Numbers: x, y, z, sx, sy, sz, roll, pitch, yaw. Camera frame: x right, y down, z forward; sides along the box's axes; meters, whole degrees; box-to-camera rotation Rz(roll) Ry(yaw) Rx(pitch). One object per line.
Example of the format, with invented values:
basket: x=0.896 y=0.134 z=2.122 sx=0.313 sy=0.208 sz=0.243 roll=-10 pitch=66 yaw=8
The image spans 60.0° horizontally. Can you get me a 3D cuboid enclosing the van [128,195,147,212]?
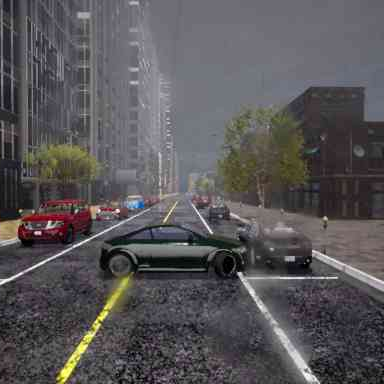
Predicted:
van: x=-6.639 y=1.329 z=38.542 sx=1.690 sy=1.788 sz=3.998 roll=-1 pitch=0 yaw=-1

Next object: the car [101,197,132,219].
car: x=-6.354 y=1.432 z=26.748 sx=1.967 sy=1.590 sz=4.097 roll=-1 pitch=0 yaw=-1

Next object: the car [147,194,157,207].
car: x=-6.917 y=1.299 z=49.608 sx=2.192 sy=1.841 sz=5.009 roll=-1 pitch=0 yaw=-1

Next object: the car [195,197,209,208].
car: x=1.460 y=1.509 z=49.978 sx=1.752 sy=1.417 sz=4.829 roll=-1 pitch=0 yaw=-1

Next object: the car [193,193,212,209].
car: x=1.599 y=1.301 z=44.275 sx=2.192 sy=1.841 sz=5.009 roll=-1 pitch=0 yaw=-1

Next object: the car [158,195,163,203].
car: x=-7.330 y=1.522 z=66.207 sx=1.887 sy=1.381 sz=4.507 roll=-1 pitch=0 yaw=-1

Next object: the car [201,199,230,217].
car: x=2.049 y=1.543 z=26.942 sx=2.008 sy=1.369 sz=4.403 roll=-1 pitch=0 yaw=-1

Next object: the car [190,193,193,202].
car: x=0.906 y=1.290 z=71.939 sx=2.192 sy=1.841 sz=5.009 roll=-1 pitch=0 yaw=-1

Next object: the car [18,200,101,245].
car: x=-6.168 y=1.310 z=15.680 sx=2.192 sy=1.841 sz=5.009 roll=-1 pitch=0 yaw=-1

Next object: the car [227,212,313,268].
car: x=2.565 y=1.548 z=11.082 sx=2.008 sy=1.369 sz=4.403 roll=-1 pitch=0 yaw=-1

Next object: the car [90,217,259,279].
car: x=-0.454 y=1.556 z=9.478 sx=4.181 sy=1.385 sz=1.994 roll=0 pitch=0 yaw=-1

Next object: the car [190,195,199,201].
car: x=0.633 y=1.537 z=83.005 sx=1.947 sy=1.339 sz=4.313 roll=-1 pitch=0 yaw=-1

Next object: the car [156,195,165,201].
car: x=-7.742 y=1.497 z=82.636 sx=1.752 sy=1.417 sz=4.829 roll=-1 pitch=0 yaw=-1
